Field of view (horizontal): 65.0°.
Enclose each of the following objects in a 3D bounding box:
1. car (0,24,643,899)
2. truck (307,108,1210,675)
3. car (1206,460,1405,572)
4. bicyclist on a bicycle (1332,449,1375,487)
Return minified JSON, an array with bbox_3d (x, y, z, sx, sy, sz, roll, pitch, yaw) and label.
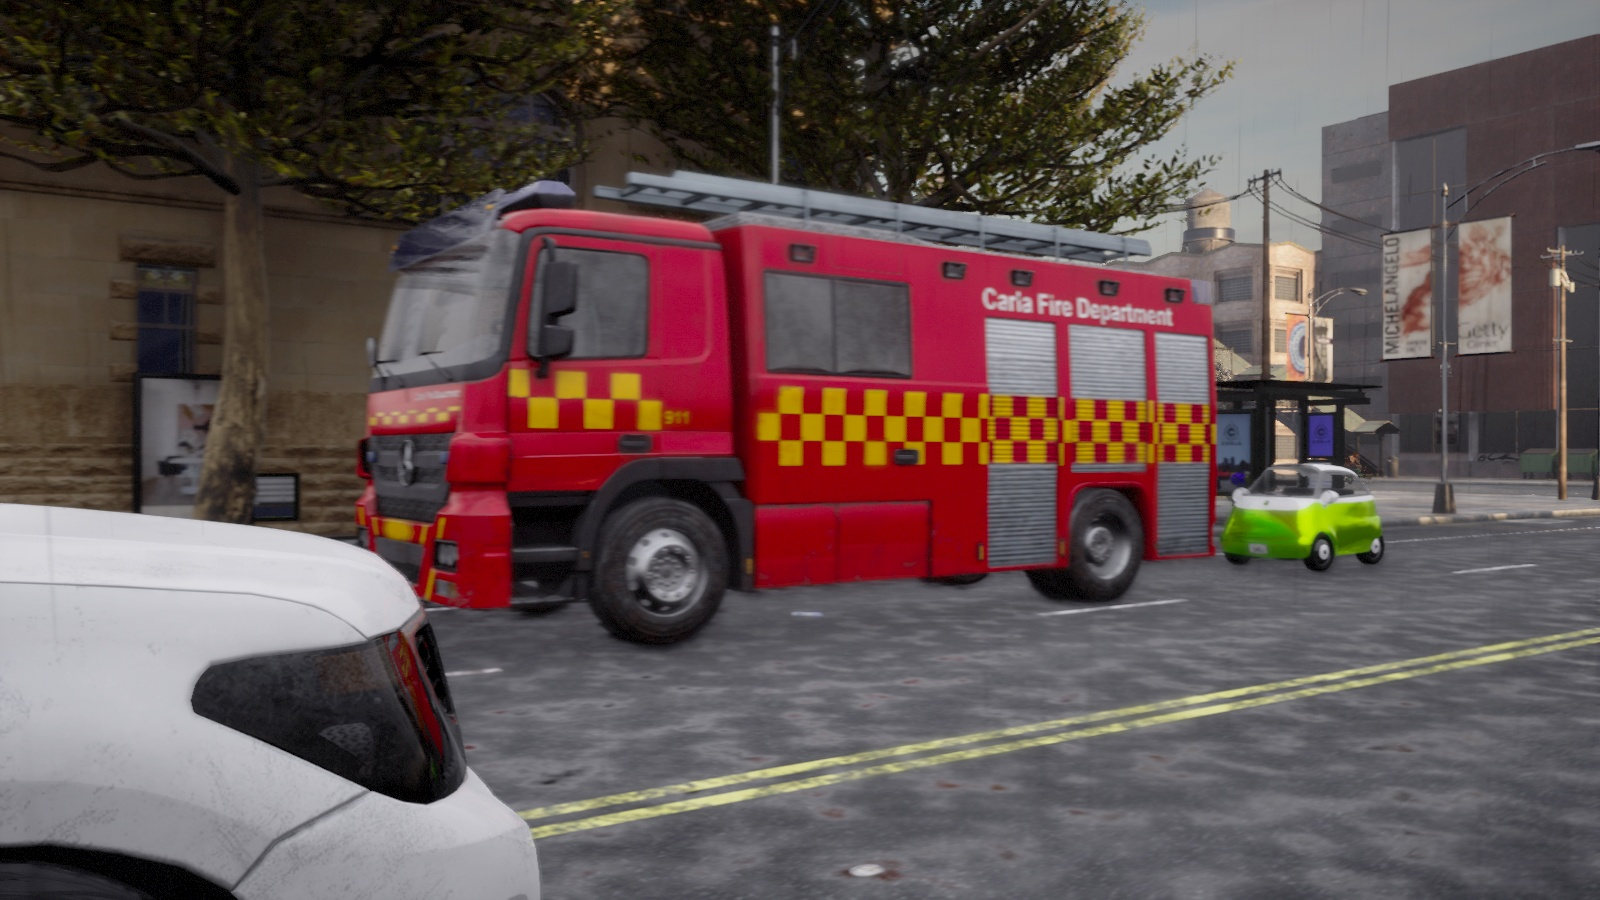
[{"bbox_3d":[-3.169,0.474,1.454,5.566,2.045,2.150,0,0,-35],"label":"car"},{"bbox_3d":[0.041,-0.390,12.084,8.468,3.827,2.891,0,0,-35],"label":"truck"},{"bbox_3d":[6.785,0.828,16.857,2.207,1.376,1.481,0,0,-34],"label":"car"},{"bbox_3d":[24.018,0.781,54.523,0.582,1.620,1.656,0,0,-34],"label":"bicyclist on a bicycle"}]
